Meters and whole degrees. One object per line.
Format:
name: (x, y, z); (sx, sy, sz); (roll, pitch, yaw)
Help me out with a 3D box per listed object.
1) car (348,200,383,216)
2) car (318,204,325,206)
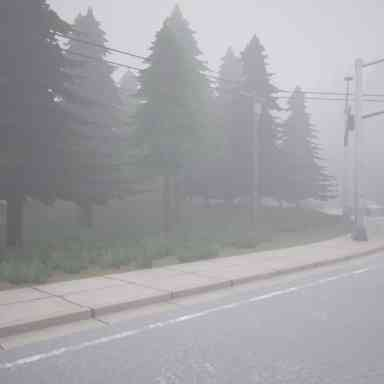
car: (17.212, 1.524, 32.804); (1.812, 1.442, 4.674); (0, 0, -5)
car: (14.681, 1.503, 42.504); (1.837, 1.490, 4.892); (0, 0, -26)
